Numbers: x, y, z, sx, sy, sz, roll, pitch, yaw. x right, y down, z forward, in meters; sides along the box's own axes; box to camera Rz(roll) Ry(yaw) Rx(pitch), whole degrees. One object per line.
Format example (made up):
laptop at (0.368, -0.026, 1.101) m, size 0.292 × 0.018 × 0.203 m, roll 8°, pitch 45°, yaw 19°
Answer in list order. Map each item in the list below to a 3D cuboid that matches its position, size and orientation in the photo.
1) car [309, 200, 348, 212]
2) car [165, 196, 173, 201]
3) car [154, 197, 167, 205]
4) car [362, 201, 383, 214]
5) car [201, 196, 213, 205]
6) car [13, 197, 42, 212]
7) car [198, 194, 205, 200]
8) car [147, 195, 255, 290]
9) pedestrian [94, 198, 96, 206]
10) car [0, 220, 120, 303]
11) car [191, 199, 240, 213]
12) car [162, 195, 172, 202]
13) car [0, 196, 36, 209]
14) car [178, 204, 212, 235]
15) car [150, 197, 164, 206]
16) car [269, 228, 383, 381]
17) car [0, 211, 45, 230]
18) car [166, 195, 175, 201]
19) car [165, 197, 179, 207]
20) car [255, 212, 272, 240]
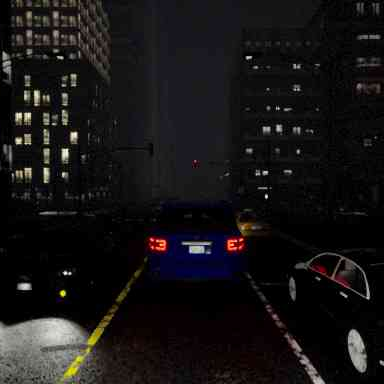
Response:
car at (16.302, 1.622, 39.714) m, size 4.403 × 1.369 × 2.008 m, roll 0°, pitch 0°, yaw 1°
car at (-5.725, 1.567, 82.803) m, size 1.802 × 1.307 × 4.206 m, roll -1°, pitch 0°, yaw 0°
car at (-5.719, 1.553, 60.185) m, size 1.947 × 1.339 × 4.313 m, roll -1°, pitch 0°, yaw 0°
car at (21.258, 1.720, 37.053) m, size 4.181 × 1.385 × 1.994 m, roll 1°, pitch 1°, yaw 1°
car at (2.660, 1.538, 60.187) m, size 2.008 × 1.369 × 4.403 m, roll -1°, pitch 0°, yaw 0°
car at (-17.826, 1.442, 34.389) m, size 4.181 × 1.385 × 1.994 m, roll 0°, pitch 1°, yaw 1°
car at (2.650, 1.424, 94.115) m, size 1.967 × 1.590 × 4.097 m, roll -1°, pitch 0°, yaw 0°
car at (0.094, 1.219, 9.201) m, size 2.150 × 2.045 × 5.566 m, roll 0°, pitch 0°, yaw 0°
pedestrian at (-12.561, 1.299, 43.052) m, size 0.500 × 1.100 × 0.500 m, roll 0°, pitch 0°, yaw 1°
car at (-3.096, 1.561, 8.137) m, size 1.994 × 1.385 × 4.181 m, roll 0°, pitch 0°, yaw 0°
car at (2.605, 1.538, 37.325) m, size 5.357 × 1.411 × 2.033 m, roll 0°, pitch 0°, yaw 1°
car at (-5.724, 1.530, 77.148) m, size 1.887 × 1.381 × 4.507 m, roll -1°, pitch 0°, yaw 0°
car at (-21.673, 1.274, 40.202) m, size 4.829 × 1.417 × 1.752 m, roll 0°, pitch 0°, yaw 1°
car at (0.092, 1.520, 19.712) m, size 1.812 × 1.442 × 4.674 m, roll 0°, pitch 0°, yaw -2°
car at (-5.718, 1.513, 54.360) m, size 1.752 × 1.417 × 4.829 m, roll -1°, pitch 0°, yaw 0°
car at (2.805, 1.549, 5.289) m, size 2.008 × 1.369 × 4.403 m, roll -1°, pitch 0°, yaw 0°
car at (-5.836, 1.542, 10.988) m, size 1.887 × 1.381 × 4.507 m, roll -1°, pitch 0°, yaw 0°
car at (-5.727, 1.529, 88.457) m, size 1.887 × 1.381 × 4.507 m, roll -1°, pitch 0°, yaw 0°
car at (-3.107, 1.552, 52.656) m, size 1.994 × 1.385 × 4.181 m, roll 0°, pitch 0°, yaw 0°
car at (2.801, 1.521, 16.747) m, size 1.752 × 1.417 × 4.829 m, roll -1°, pitch 0°, yaw 0°
